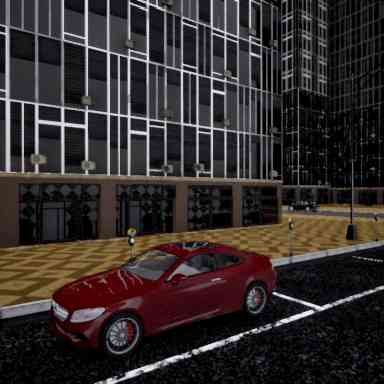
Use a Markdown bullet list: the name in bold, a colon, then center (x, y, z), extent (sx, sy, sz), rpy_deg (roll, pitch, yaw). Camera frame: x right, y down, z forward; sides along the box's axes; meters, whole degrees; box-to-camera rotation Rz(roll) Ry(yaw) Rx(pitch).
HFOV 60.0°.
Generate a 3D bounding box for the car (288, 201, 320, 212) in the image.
- **car**: center (15.128, 1.913, 45.256), extent (2.008, 1.369, 4.403), rpy_deg (-1, 0, -36)

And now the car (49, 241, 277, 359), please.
- **car**: center (-0.258, 1.583, 5.916), extent (4.206, 1.307, 1.802), rpy_deg (0, 0, -35)
